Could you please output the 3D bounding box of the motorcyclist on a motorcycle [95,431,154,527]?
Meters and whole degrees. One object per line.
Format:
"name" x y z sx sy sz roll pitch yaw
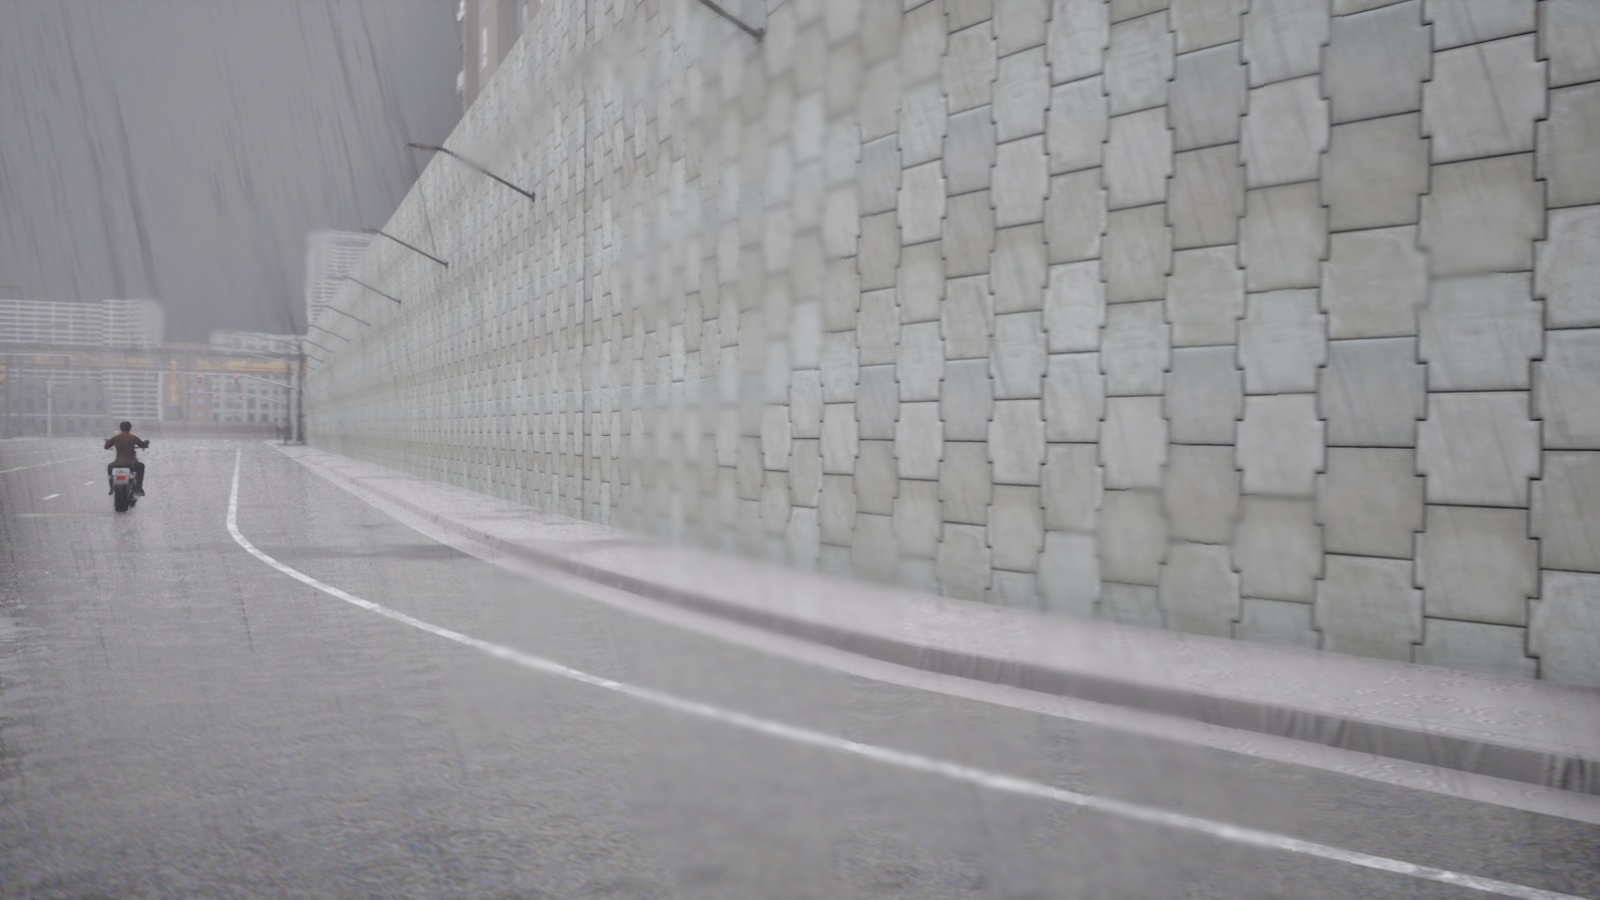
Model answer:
"motorcyclist on a motorcycle" -12.283 0.498 22.889 0.766 1.649 2.350 -1 1 -24
